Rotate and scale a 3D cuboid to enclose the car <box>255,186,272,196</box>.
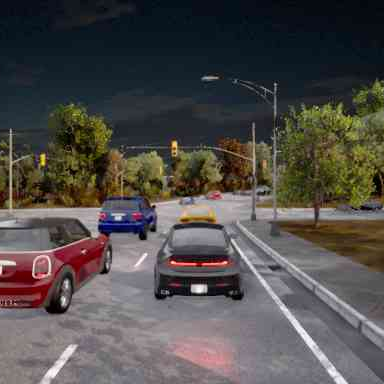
[{"bbox_3d":[17.947,0.144,83.044,1.882,1.535,5.008,0,3,33],"label":"car"}]

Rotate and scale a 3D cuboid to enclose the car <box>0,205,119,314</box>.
[{"bbox_3d":[-3.353,1.362,7.801,2.097,1.767,4.553,0,0,1],"label":"car"}]

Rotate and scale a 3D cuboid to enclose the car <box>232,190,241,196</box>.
[{"bbox_3d":[12.196,0.178,87.052,2.033,1.411,5.357,0,3,31],"label":"car"}]

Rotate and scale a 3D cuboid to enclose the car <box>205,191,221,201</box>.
[{"bbox_3d":[4.651,0.778,73.058,2.150,2.045,5.566,0,2,23],"label":"car"}]

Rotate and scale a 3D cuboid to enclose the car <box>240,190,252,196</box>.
[{"bbox_3d":[14.627,0.261,84.324,1.994,1.385,4.181,0,3,33],"label":"car"}]

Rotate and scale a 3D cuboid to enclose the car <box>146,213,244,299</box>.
[{"bbox_3d":[0.154,1.516,8.467,1.837,1.490,4.892,0,0,1],"label":"car"}]

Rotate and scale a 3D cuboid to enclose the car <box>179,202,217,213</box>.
[{"bbox_3d":[0.348,1.517,17.845,1.882,1.535,5.008,0,0,2],"label":"car"}]

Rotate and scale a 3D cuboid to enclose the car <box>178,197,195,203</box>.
[{"bbox_3d":[-0.833,1.590,58.587,1.812,1.442,4.674,0,1,17],"label":"car"}]

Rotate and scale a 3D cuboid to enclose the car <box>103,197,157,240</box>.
[{"bbox_3d":[-3.181,1.259,17.364,2.150,2.045,5.566,0,0,2],"label":"car"}]

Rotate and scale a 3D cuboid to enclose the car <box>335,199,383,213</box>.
[{"bbox_3d":[18.444,1.500,36.882,4.902,1.511,2.128,-1,0,4],"label":"car"}]
